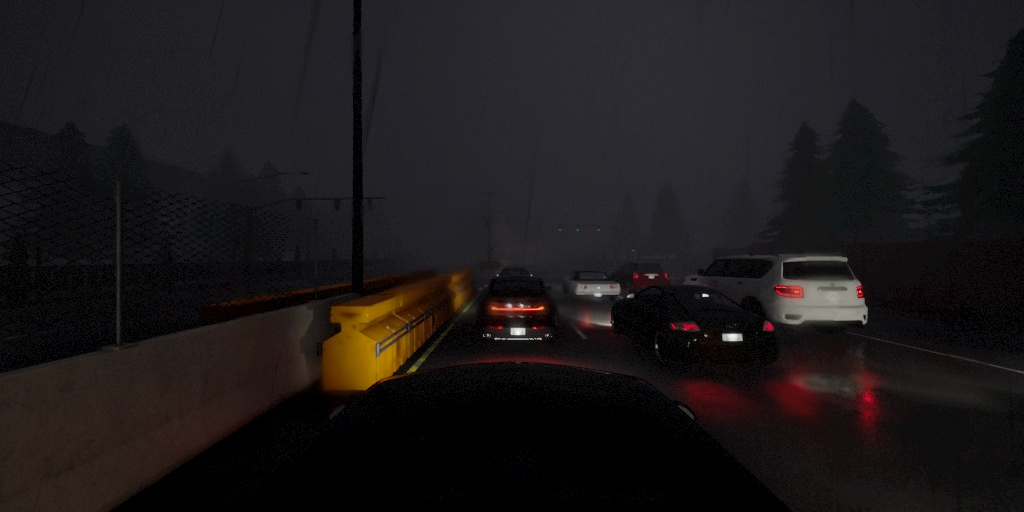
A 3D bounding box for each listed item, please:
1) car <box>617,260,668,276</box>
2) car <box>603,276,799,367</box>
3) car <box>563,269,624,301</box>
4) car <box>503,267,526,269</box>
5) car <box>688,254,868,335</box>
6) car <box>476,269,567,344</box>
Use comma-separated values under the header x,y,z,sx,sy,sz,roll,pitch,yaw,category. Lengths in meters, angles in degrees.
x,y,z,sx,sy,sz,roll,pitch,yaw,category
7.142,1.101,20.463,2.097,1.767,4.553,0,0,0,car
3.622,1.314,7.934,1.994,1.385,4.181,0,0,-1,car
3.635,1.351,17.322,1.895,1.301,4.718,0,0,0,car
0.138,1.298,19.201,2.033,1.411,5.357,0,0,0,car
7.121,0.971,10.634,2.150,2.045,5.566,0,0,0,car
0.118,1.255,9.563,1.837,1.490,4.892,0,0,0,car
